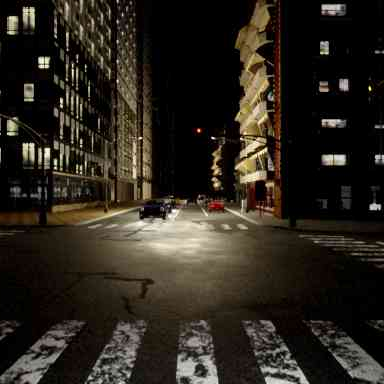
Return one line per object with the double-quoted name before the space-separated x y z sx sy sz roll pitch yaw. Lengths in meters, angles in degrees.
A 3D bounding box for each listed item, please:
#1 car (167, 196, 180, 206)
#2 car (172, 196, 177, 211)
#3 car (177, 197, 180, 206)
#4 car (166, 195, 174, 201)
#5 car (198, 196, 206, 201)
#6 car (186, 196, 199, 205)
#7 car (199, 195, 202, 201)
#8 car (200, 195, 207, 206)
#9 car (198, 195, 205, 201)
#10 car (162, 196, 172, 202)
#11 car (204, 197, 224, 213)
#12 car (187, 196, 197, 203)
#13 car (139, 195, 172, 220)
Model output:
"car" -3.097 1.498 56.726 1.882 1.535 5.008 0 0 0
"car" -3.158 1.501 37.196 2.128 1.511 4.902 0 0 0
"car" -3.153 1.615 46.454 1.895 1.301 4.718 0 0 0
"car" -5.843 1.596 89.683 1.887 1.381 4.507 0 0 0
"car" 2.547 1.626 84.049 1.802 1.307 4.206 0 0 0
"car" -0.004 1.528 59.992 1.837 1.490 4.892 0 0 0
"car" 2.597 1.571 55.806 2.008 1.369 4.403 0 0 0
"car" 2.606 1.567 50.158 2.008 1.369 4.403 0 0 0
"car" 2.537 1.491 89.698 1.967 1.590 4.097 0 0 0
"car" -5.823 1.589 78.386 2.008 1.369 4.403 0 0 0
"car" 2.679 1.591 37.241 1.802 1.307 4.206 0 0 0
"car" -0.033 1.594 70.302 1.994 1.385 4.181 0 0 0
"car" -3.142 1.357 28.148 2.097 1.767 4.553 0 0 0
